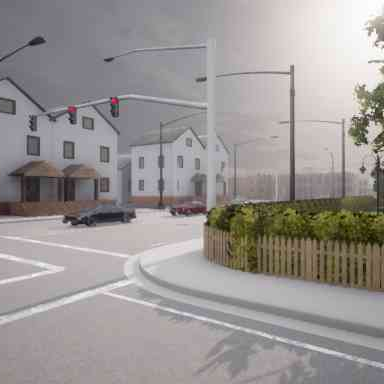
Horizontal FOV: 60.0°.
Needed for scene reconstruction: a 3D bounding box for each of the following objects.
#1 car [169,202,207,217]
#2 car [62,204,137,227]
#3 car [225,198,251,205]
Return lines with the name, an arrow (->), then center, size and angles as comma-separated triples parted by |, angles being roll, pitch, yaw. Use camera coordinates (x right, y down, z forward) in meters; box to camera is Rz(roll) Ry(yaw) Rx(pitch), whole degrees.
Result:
car -> -0.134, 1.601, 31.725 | 1.895, 1.301, 4.718 | 0, 0, 35
car -> -6.170, 1.548, 22.972 | 2.033, 1.411, 5.357 | 0, 0, 35
car -> 5.658, 1.505, 40.107 | 1.837, 1.490, 4.892 | 0, 0, 35
